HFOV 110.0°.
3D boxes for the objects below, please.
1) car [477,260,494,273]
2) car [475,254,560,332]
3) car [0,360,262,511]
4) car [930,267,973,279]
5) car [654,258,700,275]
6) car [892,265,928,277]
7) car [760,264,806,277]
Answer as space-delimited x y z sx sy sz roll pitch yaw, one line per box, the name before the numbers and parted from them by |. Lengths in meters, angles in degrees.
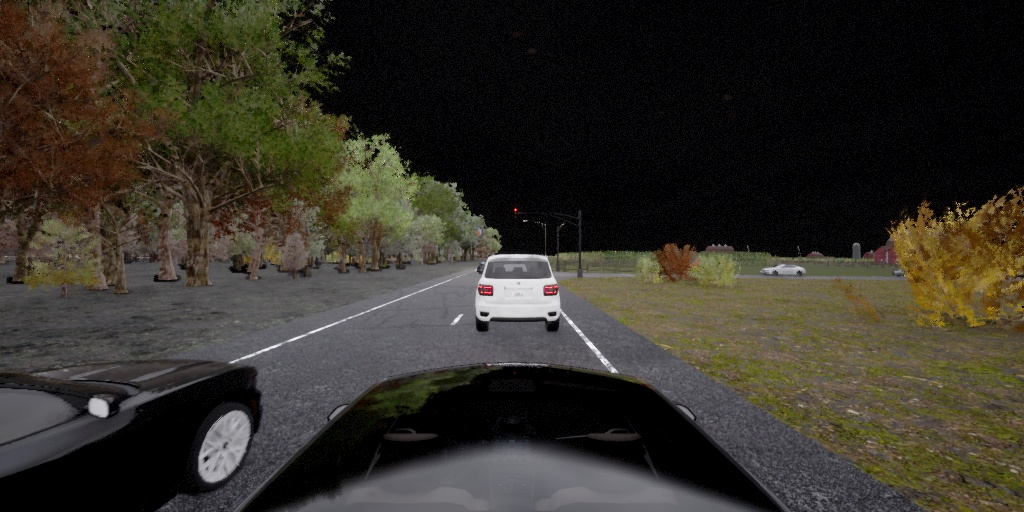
car | -3.305 1.284 45.892 1.812 1.442 4.674 0 0 0
car | 0.128 0.974 11.050 2.150 2.045 5.566 0 0 -1
car | -3.399 1.227 1.497 1.882 1.535 5.008 0 0 0
car | 49.014 1.848 39.081 4.181 1.385 1.994 1 -1 0
car | 19.646 1.244 42.882 5.566 2.045 2.150 1 -1 1
car | 48.192 1.827 42.638 4.902 1.511 2.128 1 -1 1
car | 32.314 1.687 42.797 4.674 1.442 1.812 1 -1 1
